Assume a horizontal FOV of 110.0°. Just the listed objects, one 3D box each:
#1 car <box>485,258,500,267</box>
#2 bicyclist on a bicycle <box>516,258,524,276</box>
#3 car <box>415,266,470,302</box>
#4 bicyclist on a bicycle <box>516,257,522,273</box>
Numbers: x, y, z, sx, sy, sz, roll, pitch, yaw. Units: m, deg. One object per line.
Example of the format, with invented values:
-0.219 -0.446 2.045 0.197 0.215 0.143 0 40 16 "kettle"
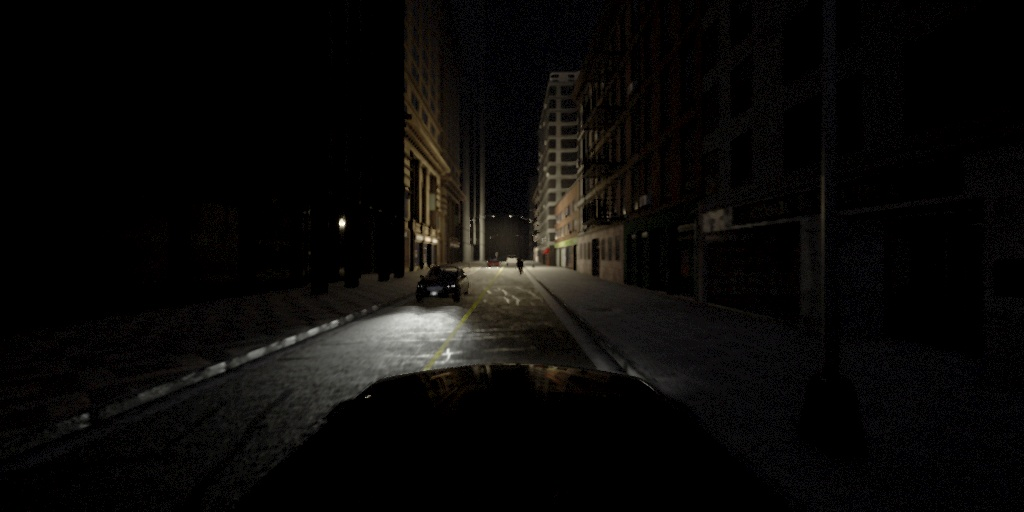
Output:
-3.040 1.187 59.589 1.994 1.385 4.181 0 0 1 "car"
0.824 1.148 32.846 0.582 1.620 1.656 0 0 0 "bicyclist on a bicycle"
-3.101 1.219 16.733 2.128 1.511 4.902 0 0 0 "car"
0.823 1.042 42.268 0.659 1.776 1.843 0 0 0 "bicyclist on a bicycle"
